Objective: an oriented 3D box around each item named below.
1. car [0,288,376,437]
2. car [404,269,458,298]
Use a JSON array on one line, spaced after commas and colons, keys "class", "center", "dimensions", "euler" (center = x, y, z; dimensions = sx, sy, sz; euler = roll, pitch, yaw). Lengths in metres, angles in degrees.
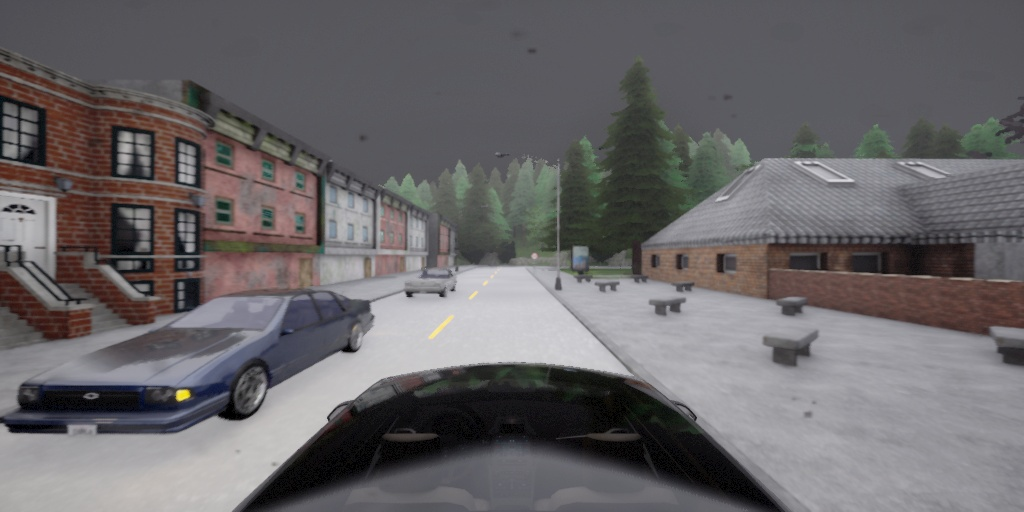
[{"class": "car", "center": [-4.097, 1.281, 6.084], "dimensions": [2.033, 1.411, 5.357], "euler": [0, 0, 0]}, {"class": "car", "center": [-4.060, 1.342, 18.568], "dimensions": [1.895, 1.301, 4.718], "euler": [0, 0, 0]}]
